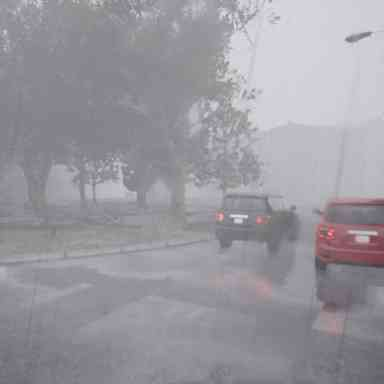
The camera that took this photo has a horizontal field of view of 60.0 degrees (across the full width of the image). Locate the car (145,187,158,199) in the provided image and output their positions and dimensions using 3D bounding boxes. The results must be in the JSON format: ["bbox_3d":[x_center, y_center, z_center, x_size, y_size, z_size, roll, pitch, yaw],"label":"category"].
[{"bbox_3d":[-7.541,0.131,60.376,2.150,2.045,5.566,0,0,-14],"label":"car"}]

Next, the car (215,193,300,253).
[{"bbox_3d":[2.852,1.084,13.578,2.150,2.045,5.566,1,0,28],"label":"car"}]

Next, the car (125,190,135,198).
[{"bbox_3d":[-13.253,0.447,70.591,1.882,1.535,5.008,0,0,-9],"label":"car"}]

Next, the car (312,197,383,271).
[{"bbox_3d":[5.042,1.163,10.452,2.150,2.045,5.566,0,1,21],"label":"car"}]

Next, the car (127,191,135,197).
[{"bbox_3d":[-15.463,0.435,84.305,1.882,1.535,5.008,0,0,-9],"label":"car"}]

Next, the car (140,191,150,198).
[{"bbox_3d":[-10.020,0.495,70.988,2.033,1.411,5.357,0,0,-9],"label":"car"}]
